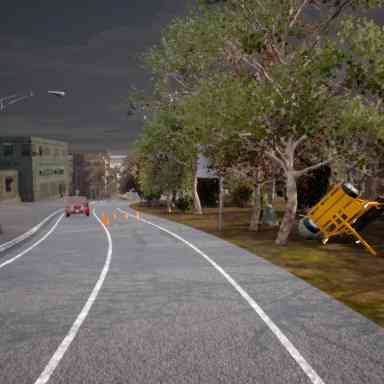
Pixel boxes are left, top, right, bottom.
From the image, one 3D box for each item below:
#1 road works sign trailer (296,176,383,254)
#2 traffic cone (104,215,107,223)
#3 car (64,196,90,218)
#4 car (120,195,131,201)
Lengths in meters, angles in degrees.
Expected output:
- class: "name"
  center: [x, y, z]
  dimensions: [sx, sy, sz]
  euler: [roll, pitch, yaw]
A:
- class: "road works sign trailer"
  center: [6.679, 1.194, 13.368]
  dimensions: [3.560, 2.380, 2.880]
  euler: [0, 46, -45]
- class: "traffic cone"
  center: [-5.901, 2.040, 23.193]
  dimensions: [0.340, 0.580, 0.340]
  euler: [-2, 0, -18]
- class: "car"
  center: [-11.450, 1.425, 33.284]
  dimensions: [2.150, 2.045, 5.566]
  euler: [-2, 0, -18]
- class: "car"
  center: [-18.161, 1.566, 90.530]
  dimensions: [1.882, 1.535, 5.008]
  euler: [1, 0, 7]
